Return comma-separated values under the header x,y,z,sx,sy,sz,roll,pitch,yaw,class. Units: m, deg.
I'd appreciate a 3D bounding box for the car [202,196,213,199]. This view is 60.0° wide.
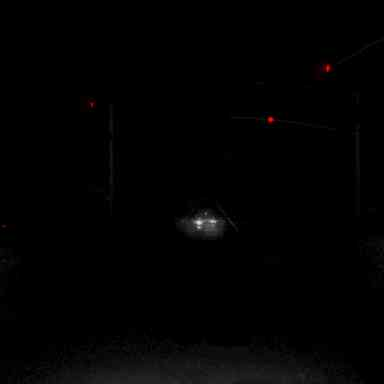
x,y,z,sx,sy,sz,roll,pitch,yaw,class
1.904,1.478,43.203,1.812,1.442,4.674,0,1,2,car

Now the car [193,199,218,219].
x,y,z,sx,sy,sz,roll,pitch,yaw,class
1.182,1.520,27.957,1.994,1.385,4.181,0,0,3,car

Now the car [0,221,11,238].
x,y,z,sx,sy,sz,roll,pitch,yaw,class
-10.646,1.543,14.210,5.357,1.411,2.033,0,0,9,car

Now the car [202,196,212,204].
x,y,z,sx,sy,sz,roll,pitch,yaw,class
2.937,1.473,63.300,1.837,1.490,4.892,0,0,3,car
